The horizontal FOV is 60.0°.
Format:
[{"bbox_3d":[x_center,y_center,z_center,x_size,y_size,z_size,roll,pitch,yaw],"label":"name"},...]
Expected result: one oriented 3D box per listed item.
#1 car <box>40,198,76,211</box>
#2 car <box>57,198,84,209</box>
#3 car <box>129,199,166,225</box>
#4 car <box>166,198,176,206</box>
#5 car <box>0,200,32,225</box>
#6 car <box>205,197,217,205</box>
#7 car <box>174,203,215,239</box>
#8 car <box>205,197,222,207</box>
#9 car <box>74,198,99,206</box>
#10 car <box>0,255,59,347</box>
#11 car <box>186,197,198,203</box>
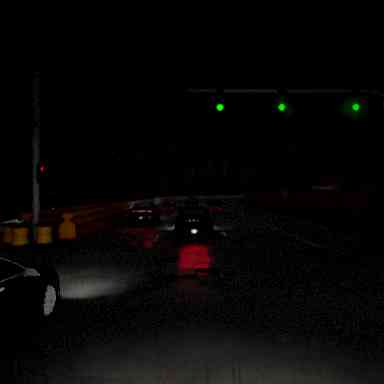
[{"bbox_3d":[-14.040,1.637,34.261,1.895,1.301,4.718,0,0,0],"label":"car"},{"bbox_3d":[-17.499,1.598,48.156,2.033,1.411,5.357,0,0,0],"label":"car"},{"bbox_3d":[-3.399,1.517,24.610,2.128,1.511,4.902,0,0,0],"label":"car"},{"bbox_3d":[-3.490,1.656,52.417,1.895,1.301,4.718,0,0,0],"label":"car"},{"bbox_3d":[-14.087,1.503,24.450,1.882,1.535,5.008,0,0,0],"label":"car"},{"bbox_3d":[3.501,1.666,61.800,1.895,1.301,4.718,0,0,0],"label":"car"},{"bbox_3d":[0.102,1.523,17.486,1.837,1.490,4.892,0,0,0],"label":"car"},{"bbox_3d":[3.501,1.532,51.350,1.882,1.535,5.008,0,0,0],"label":"car"},{"bbox_3d":[-13.999,1.594,44.922,2.033,1.411,5.357,0,0,0],"label":"car"},{"bbox_3d":[-3.400,1.509,4.347,1.837,1.490,4.892,0,0,0],"label":"car"},{"bbox_3d":[0.001,1.559,51.987,1.837,1.490,4.892,0,0,0],"label":"car"}]
